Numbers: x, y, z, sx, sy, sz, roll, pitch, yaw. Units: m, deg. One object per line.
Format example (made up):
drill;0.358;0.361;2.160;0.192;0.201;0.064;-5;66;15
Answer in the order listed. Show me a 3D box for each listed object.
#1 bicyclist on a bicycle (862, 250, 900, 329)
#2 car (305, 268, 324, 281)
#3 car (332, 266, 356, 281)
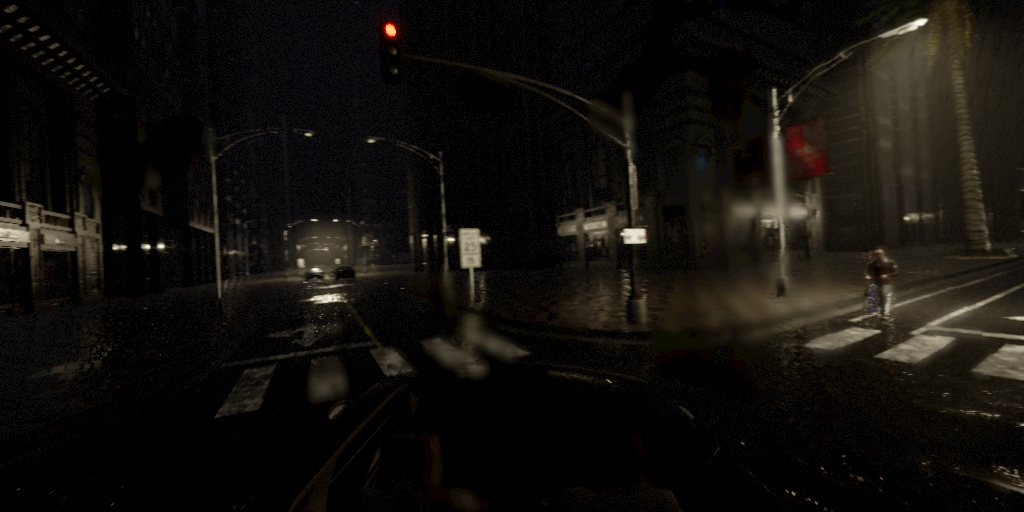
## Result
bicyclist on a bicycle;8.496;0.749;8.310;1.843;1.776;0.659;-3;0;-28
car;-23.871;2.196;43.413;2.033;1.411;5.357;-3;0;-29
car;-19.004;1.913;40.806;1.882;1.535;5.008;-3;0;-28
